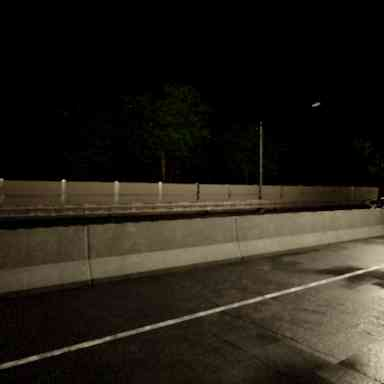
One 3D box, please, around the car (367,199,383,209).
[{"bbox_3d":[24.489,1.581,42.863,4.674,1.442,1.812,0,0,-35],"label":"car"}]
